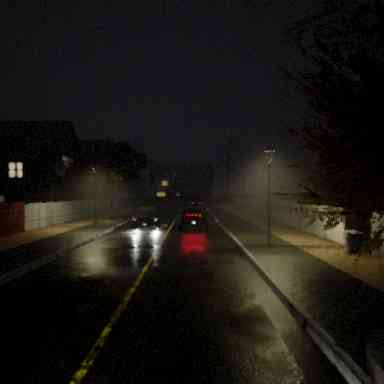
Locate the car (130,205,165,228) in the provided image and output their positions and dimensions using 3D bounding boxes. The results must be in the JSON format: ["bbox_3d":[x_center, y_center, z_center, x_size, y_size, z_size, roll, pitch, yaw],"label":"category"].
[{"bbox_3d":[-2.842,1.569,22.636,2.033,1.411,5.357,0,0,0],"label":"car"}]

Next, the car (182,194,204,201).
[{"bbox_3d":[0.104,1.280,36.605,2.150,2.045,5.566,0,0,0],"label":"car"}]

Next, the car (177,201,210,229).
[{"bbox_3d":[0.107,1.523,21.517,1.837,1.490,4.892,0,-1,0],"label":"car"}]
